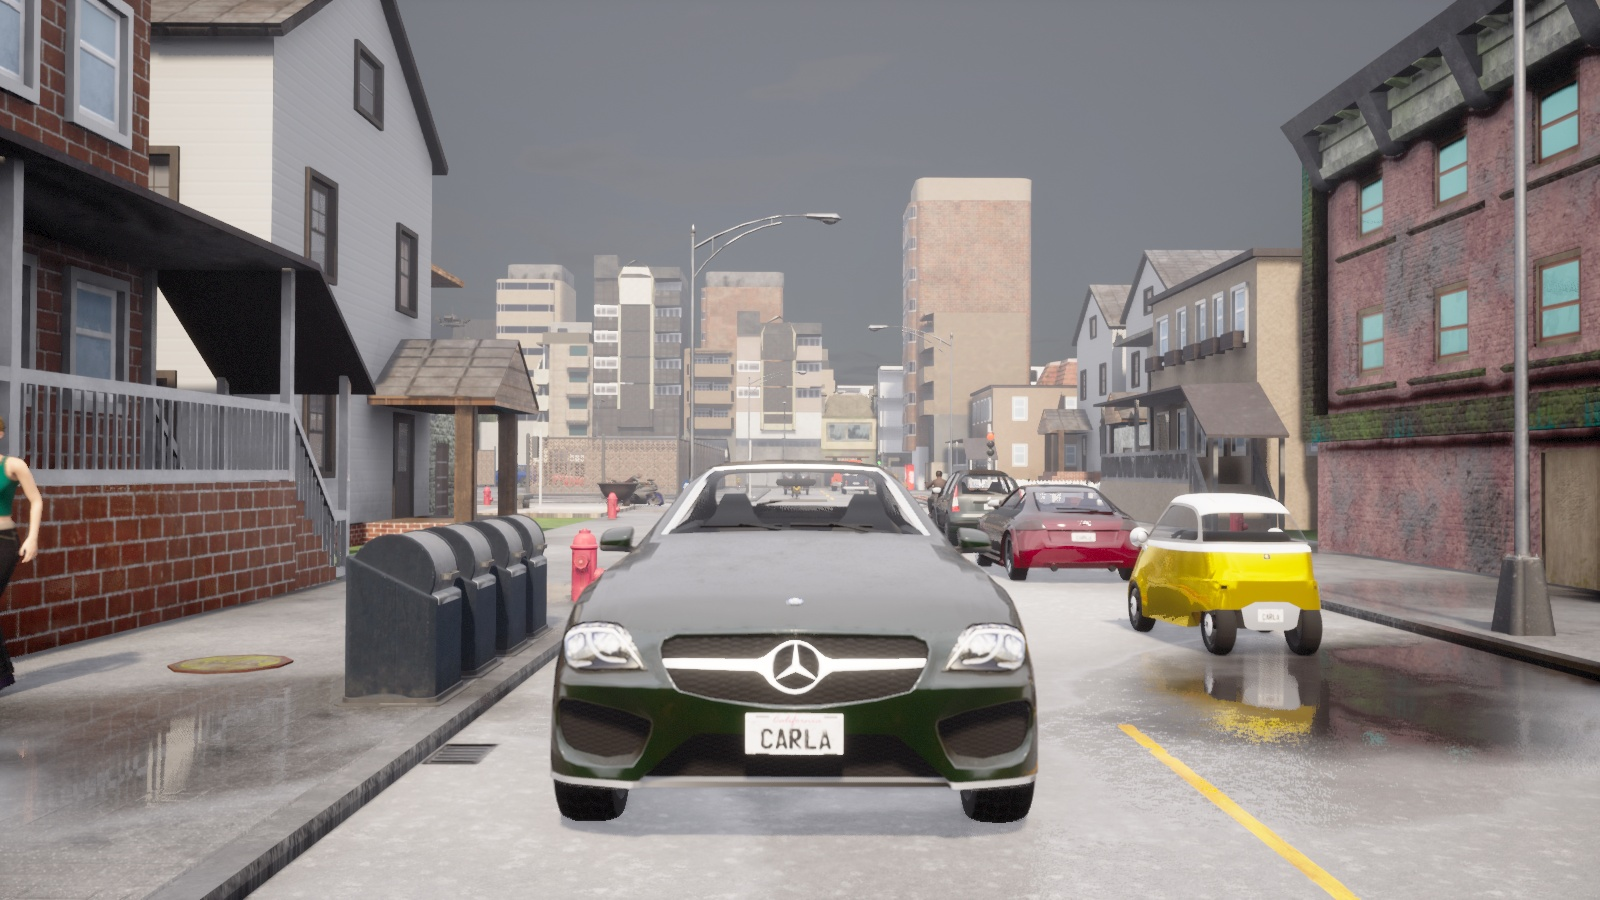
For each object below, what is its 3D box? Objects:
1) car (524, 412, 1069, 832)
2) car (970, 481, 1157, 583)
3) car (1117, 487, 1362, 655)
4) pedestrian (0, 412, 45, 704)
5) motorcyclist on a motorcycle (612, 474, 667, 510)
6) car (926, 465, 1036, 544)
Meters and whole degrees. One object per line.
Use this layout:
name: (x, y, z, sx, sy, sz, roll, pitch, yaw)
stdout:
car: (-0.021, 0.719, 7.482, 2.152, 1.651, 5.027, 0, -1, 0)
car: (3.953, 1.191, 19.595, 1.994, 1.385, 4.181, 0, -1, -1)
car: (3.969, 1.050, 11.650, 1.481, 1.376, 2.207, 0, -1, 0)
pedestrian: (-5.202, 0.680, 8.043, 0.345, 1.836, 0.594, 0, -1, 4)
motorcyclist on a motorcycle: (-6.797, 1.769, 53.228, 2.191, 1.530, 0.866, 0, -1, 0)
car: (3.926, 1.165, 27.886, 1.851, 1.617, 3.988, 0, -1, 0)
